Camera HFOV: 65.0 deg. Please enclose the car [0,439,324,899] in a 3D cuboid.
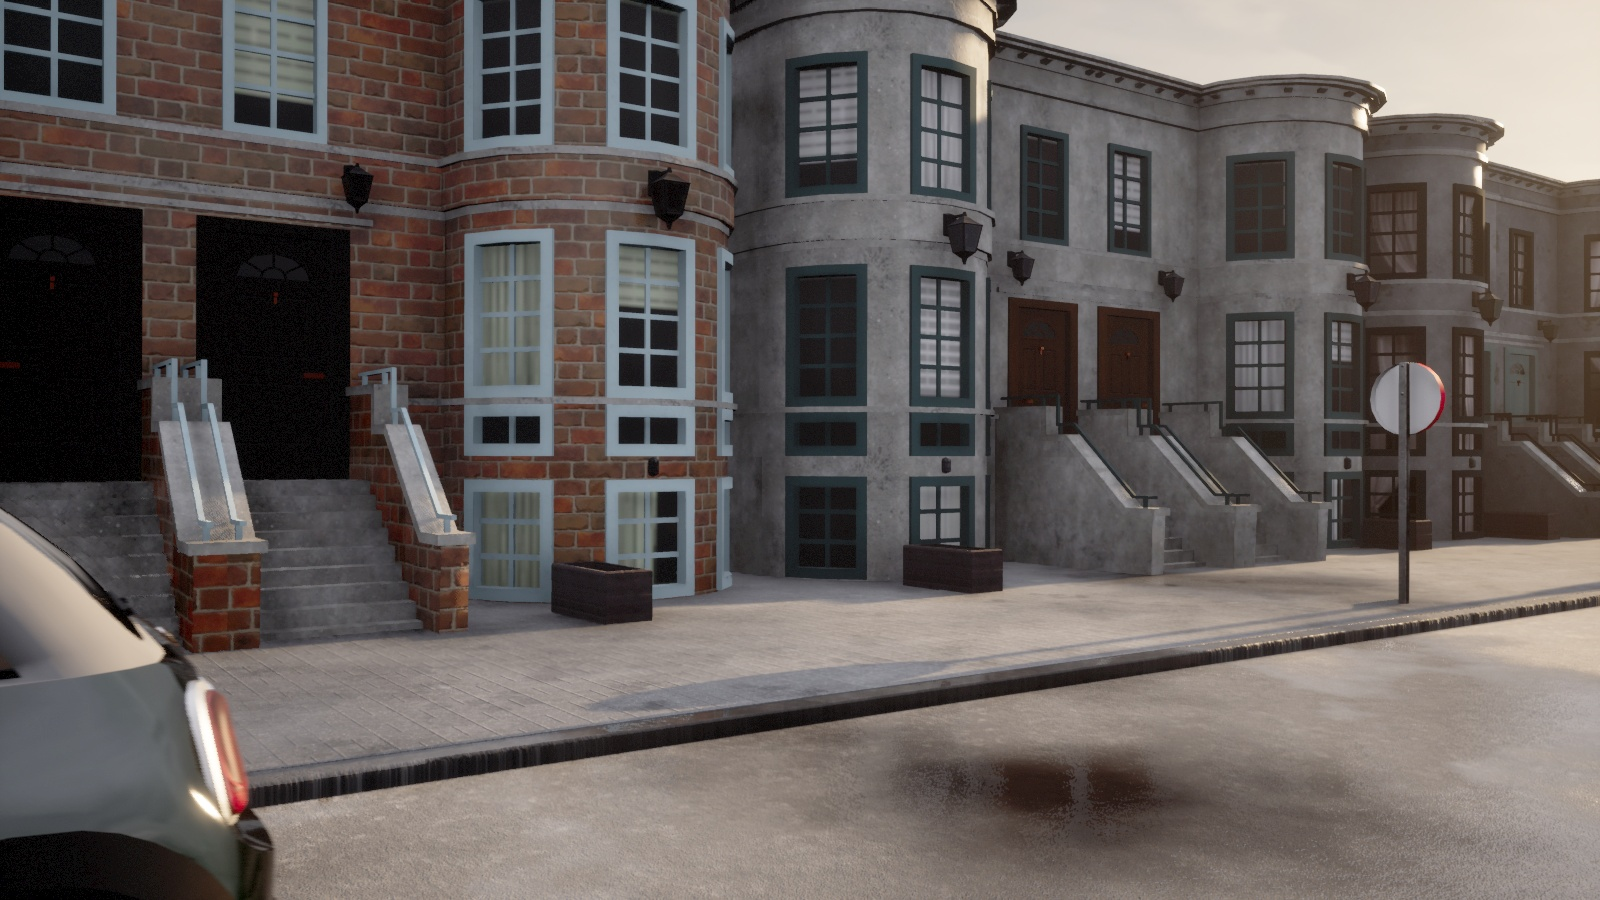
[{"bbox_3d":[-3.042,0.722,2.140,3.806,1.475,1.970,0,0,-35],"label":"car"}]
